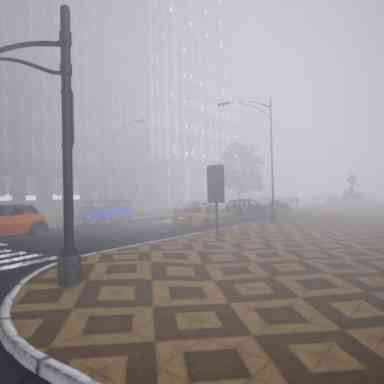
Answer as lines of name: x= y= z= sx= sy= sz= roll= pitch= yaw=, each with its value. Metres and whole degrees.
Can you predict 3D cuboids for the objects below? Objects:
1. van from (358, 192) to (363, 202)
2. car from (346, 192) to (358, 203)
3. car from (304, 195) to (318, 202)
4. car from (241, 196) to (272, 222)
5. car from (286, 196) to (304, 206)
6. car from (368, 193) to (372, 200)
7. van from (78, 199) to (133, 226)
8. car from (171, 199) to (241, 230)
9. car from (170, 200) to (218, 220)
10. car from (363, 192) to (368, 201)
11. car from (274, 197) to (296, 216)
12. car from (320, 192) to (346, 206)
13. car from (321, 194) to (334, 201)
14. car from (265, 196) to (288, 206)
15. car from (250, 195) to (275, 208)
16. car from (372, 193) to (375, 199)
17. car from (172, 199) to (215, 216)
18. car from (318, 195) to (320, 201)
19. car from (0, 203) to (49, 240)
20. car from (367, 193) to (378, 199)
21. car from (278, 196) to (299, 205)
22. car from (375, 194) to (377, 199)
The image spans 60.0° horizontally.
van: x=29.204 y=0.901 z=60.250 sx=1.690 sy=1.788 sz=3.998 roll=-2 pitch=-1 yaw=35
car: x=26.013 y=1.024 z=55.668 sx=1.967 sy=1.590 sz=4.097 roll=-2 pitch=-1 yaw=35
car: x=22.539 y=1.227 z=64.805 sx=1.967 sy=1.590 sz=4.097 roll=-2 pitch=-1 yaw=35
car: x=3.836 y=1.203 z=23.476 sx=1.967 sy=1.590 sz=4.097 roll=-2 pitch=-1 yaw=35
car: x=13.728 y=1.341 z=47.234 sx=2.033 sy=1.411 sz=5.357 roll=-2 pitch=-1 yaw=35
car: x=35.574 y=0.829 z=69.425 sx=2.192 sy=1.841 sz=5.009 roll=-2 pitch=-1 yaw=35
van: x=-6.004 y=1.358 z=23.332 sx=1.690 sy=1.788 sz=3.998 roll=-2 pitch=-1 yaw=35
car: x=0.769 y=1.315 z=19.015 sx=1.752 sy=1.417 sz=4.829 roll=-2 pitch=-1 yaw=35
car: x=0.224 y=1.471 z=27.776 sx=1.994 sy=1.385 sz=4.181 roll=-2 pitch=-1 yaw=35
car: x=32.389 y=0.977 z=64.839 sx=1.967 sy=1.590 sz=4.097 roll=-2 pitch=-1 yaw=35
car: x=7.005 y=1.317 z=28.075 sx=1.802 sy=1.307 sz=4.206 roll=-2 pitch=-1 yaw=35
car: x=19.773 y=1.156 z=46.610 sx=1.752 sy=1.417 sz=4.829 roll=-2 pitch=-1 yaw=35
car: x=32.056 y=1.265 z=78.628 sx=1.887 sy=1.381 sz=4.507 roll=-2 pitch=-1 yaw=35
car: x=13.028 y=1.402 z=50.979 sx=1.887 sy=1.381 sz=4.507 roll=-2 pitch=-1 yaw=35
car: x=9.854 y=1.322 z=46.372 sx=1.967 sy=1.590 sz=4.097 roll=-2 pitch=-1 yaw=35
car: x=38.783 y=1.057 z=73.997 sx=1.947 sy=1.339 sz=4.313 roll=-2 pitch=-1 yaw=35
car: x=0.246 y=1.487 z=32.407 sx=1.752 sy=1.417 sz=4.829 roll=-2 pitch=-1 yaw=35
car: x=25.713 y=1.309 z=69.413 sx=1.887 sy=1.381 sz=4.507 roll=-2 pitch=-1 yaw=35
car: x=-8.828 y=1.340 z=14.636 sx=2.097 sy=1.767 sz=4.553 roll=-2 pitch=-1 yaw=35
car: x=45.114 y=1.001 z=83.198 sx=2.008 sy=1.369 sz=4.403 roll=-2 pitch=-1 yaw=35
car: x=16.199 y=1.384 z=55.587 sx=2.008 sy=1.369 sz=4.403 roll=-2 pitch=-1 yaw=35
car: x=42.044 y=0.995 z=78.739 sx=1.752 sy=1.417 sz=4.829 roll=-2 pitch=-1 yaw=35
